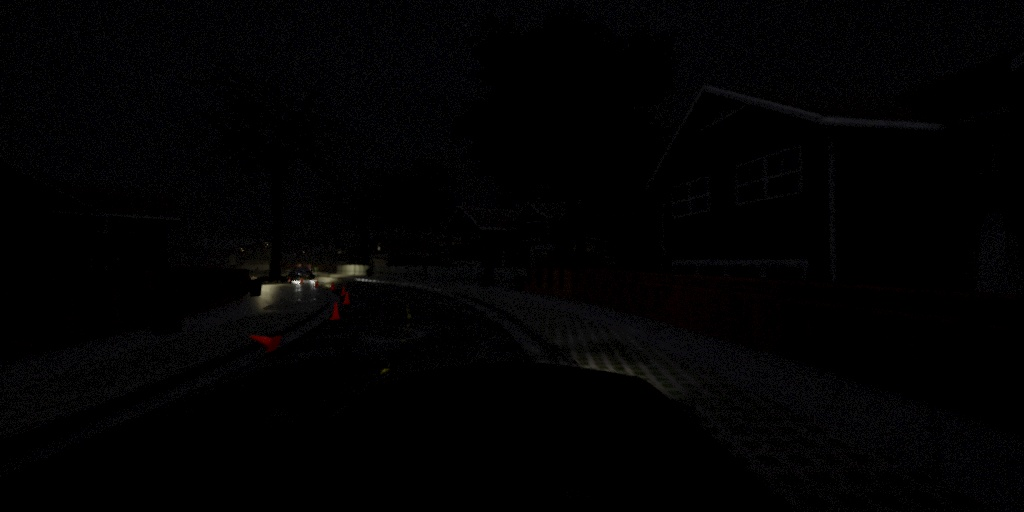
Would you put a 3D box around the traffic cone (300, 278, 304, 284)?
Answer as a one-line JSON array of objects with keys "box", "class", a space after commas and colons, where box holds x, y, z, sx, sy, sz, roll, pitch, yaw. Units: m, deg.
[{"box": [-18.944, 2.234, 32.335, 0.340, 0.580, 0.340, 0, 0, -43], "class": "traffic cone"}]

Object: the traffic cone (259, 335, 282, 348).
[{"box": [-5.263, 1.659, 7.946, 0.340, 0.580, 0.340, 0, 0, 1], "class": "traffic cone"}]

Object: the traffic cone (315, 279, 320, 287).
[{"box": [-15.559, 2.163, 28.656, 0.340, 0.580, 0.340, 0, 0, -43], "class": "traffic cone"}]

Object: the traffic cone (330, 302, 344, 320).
[{"box": [-6.130, 1.891, 12.477, 0.340, 0.580, 0.340, 0, 0, -17], "class": "traffic cone"}]

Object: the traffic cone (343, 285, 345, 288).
[{"box": [-9.898, 2.026, 21.097, 0.340, 0.580, 0.340, 0, 0, -30], "class": "traffic cone"}]

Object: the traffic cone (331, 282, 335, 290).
[{"box": [-12.501, 2.094, 25.025, 0.340, 0.580, 0.340, 0, 0, -37], "class": "traffic cone"}]

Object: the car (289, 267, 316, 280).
[{"box": [-23.633, 1.938, 40.322, 1.812, 1.442, 4.674, 0, -1, -43], "class": "car"}]

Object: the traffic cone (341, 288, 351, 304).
[{"box": [-7.765, 1.958, 16.896, 0.340, 0.580, 0.340, 0, 0, -24], "class": "traffic cone"}]
